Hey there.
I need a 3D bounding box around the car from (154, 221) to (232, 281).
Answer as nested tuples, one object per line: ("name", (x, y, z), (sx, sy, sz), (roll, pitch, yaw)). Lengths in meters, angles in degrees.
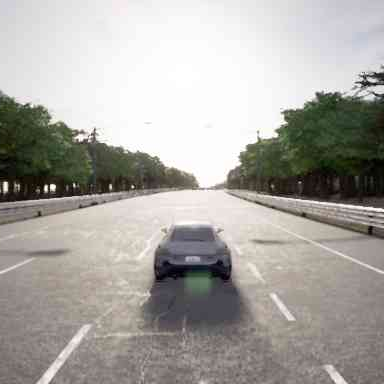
("car", (0.014, 1.541, 9.814), (1.994, 1.385, 4.181), (0, 0, 0))
